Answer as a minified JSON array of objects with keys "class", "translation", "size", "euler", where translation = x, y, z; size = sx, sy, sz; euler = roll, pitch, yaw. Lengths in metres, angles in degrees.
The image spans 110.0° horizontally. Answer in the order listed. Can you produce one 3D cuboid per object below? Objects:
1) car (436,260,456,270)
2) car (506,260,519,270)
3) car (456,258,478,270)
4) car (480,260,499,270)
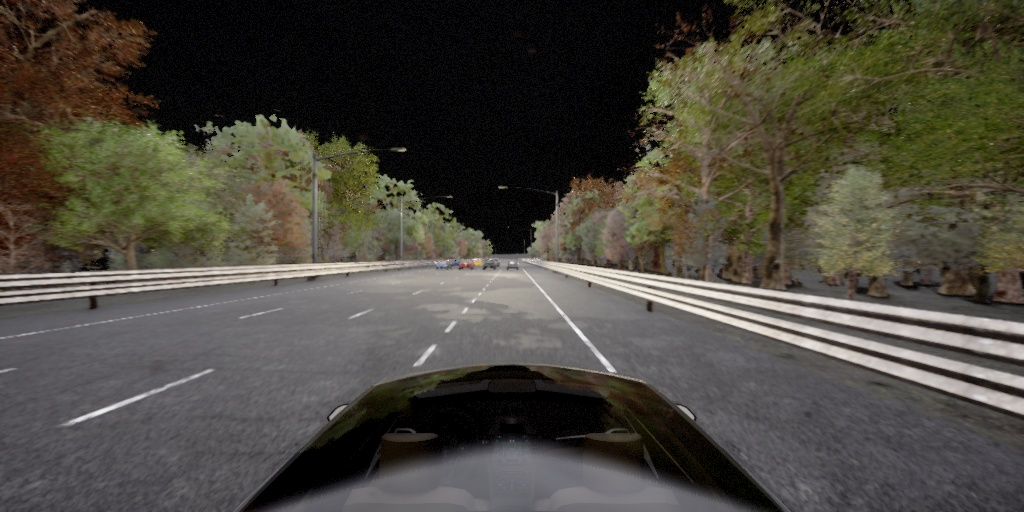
[{"class":"car","translation":[-10.428,1.408,55.501],"size":[2.033,1.411,5.357],"euler":[0,0,0]},{"class":"car","translation":[0.072,1.442,55.489],"size":[2.033,1.411,5.357],"euler":[0,0,0]},{"class":"car","translation":[-6.927,1.225,55.884],"size":[2.097,1.767,4.553],"euler":[0,0,0]},{"class":"car","translation":[-3.427,1.388,55.494],"size":[1.837,1.490,4.892],"euler":[0,0,0]}]
